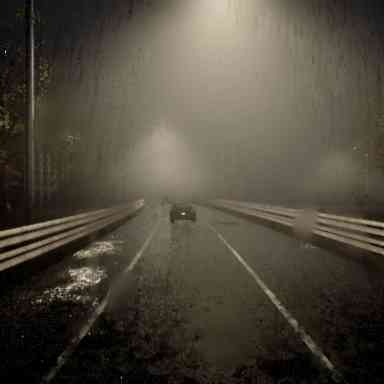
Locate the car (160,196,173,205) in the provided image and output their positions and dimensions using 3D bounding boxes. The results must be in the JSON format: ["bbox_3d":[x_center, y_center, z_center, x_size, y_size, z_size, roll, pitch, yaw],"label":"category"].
[{"bbox_3d":[-4.343,1.477,57.720,1.837,1.490,4.892,0,0,-9],"label":"car"}]

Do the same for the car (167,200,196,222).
[{"bbox_3d":[-0.791,1.565,26.521,1.994,1.385,4.181,0,0,-4],"label":"car"}]
